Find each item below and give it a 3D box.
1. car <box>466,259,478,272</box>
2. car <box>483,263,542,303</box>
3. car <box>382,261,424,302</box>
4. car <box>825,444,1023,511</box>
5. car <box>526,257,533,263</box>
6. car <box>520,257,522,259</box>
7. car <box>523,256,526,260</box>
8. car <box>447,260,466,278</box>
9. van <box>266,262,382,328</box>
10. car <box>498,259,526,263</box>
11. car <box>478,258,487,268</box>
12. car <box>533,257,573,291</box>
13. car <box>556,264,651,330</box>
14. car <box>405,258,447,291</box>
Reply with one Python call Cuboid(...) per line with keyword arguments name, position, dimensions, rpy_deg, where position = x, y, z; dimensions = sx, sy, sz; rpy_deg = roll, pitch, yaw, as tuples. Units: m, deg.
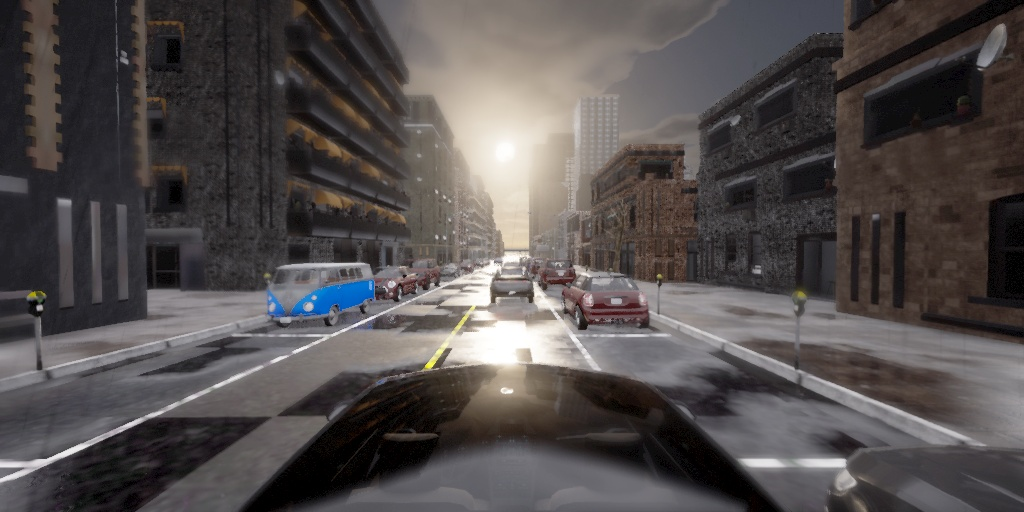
Cuboid(name="car", position=(-5.691, 1.173, 43.565), dimensions=(1.967, 1.591, 4.097), rpy_deg=(0, 0, 0))
Cuboid(name="car", position=(0.000, 1.240, 16.503), dimensions=(2.128, 1.511, 4.902), rpy_deg=(0, 0, 0))
Cuboid(name="car", position=(-5.691, 1.183, 16.530), dimensions=(1.967, 1.591, 4.097), rpy_deg=(0, 0, 0))
Cuboid(name="car", position=(2.690, 1.300, 0.301), dimensions=(2.007, 1.370, 4.403), rpy_deg=(0, 0, 0))
Cuboid(name="car", position=(2.690, 1.052, 32.744), dimensions=(2.192, 1.841, 5.009), rpy_deg=(0, 0, 0))
Cuboid(name="car", position=(2.690, 1.282, 64.689), dimensions=(2.007, 1.370, 4.403), rpy_deg=(0, 0, 0))
Cuboid(name="car", position=(2.690, 1.047, 43.558), dimensions=(2.192, 1.841, 5.009), rpy_deg=(0, 0, 0))
Cuboid(name="car", position=(-5.691, 1.288, 32.751), dimensions=(2.007, 1.370, 4.403), rpy_deg=(0, 0, 0))
Cuboid(name="van", position=(-5.691, 1.086, 11.123), dimensions=(1.690, 1.789, 3.998), rpy_deg=(0, 0, 0))
Cuboid(name="car", position=(0.000, 1.255, 31.506), dimensions=(1.837, 1.490, 4.892), rpy_deg=(0, 0, 0))
Cuboid(name="car", position=(-5.691, 1.164, 59.787), dimensions=(1.967, 1.591, 4.097), rpy_deg=(0, 0, 0))
Cuboid(name="car", position=(2.690, 1.056, 21.930), dimensions=(2.192, 1.841, 5.009), rpy_deg=(0, 0, 0))
Cuboid(name="car", position=(2.690, 1.185, 11.115), dimensions=(1.967, 1.591, 4.097), rpy_deg=(0, 0, 0))
Cuboid(name="car", position=(-5.691, 1.056, 21.937), dimensions=(2.192, 1.841, 5.009), rpy_deg=(0, 0, 0))
